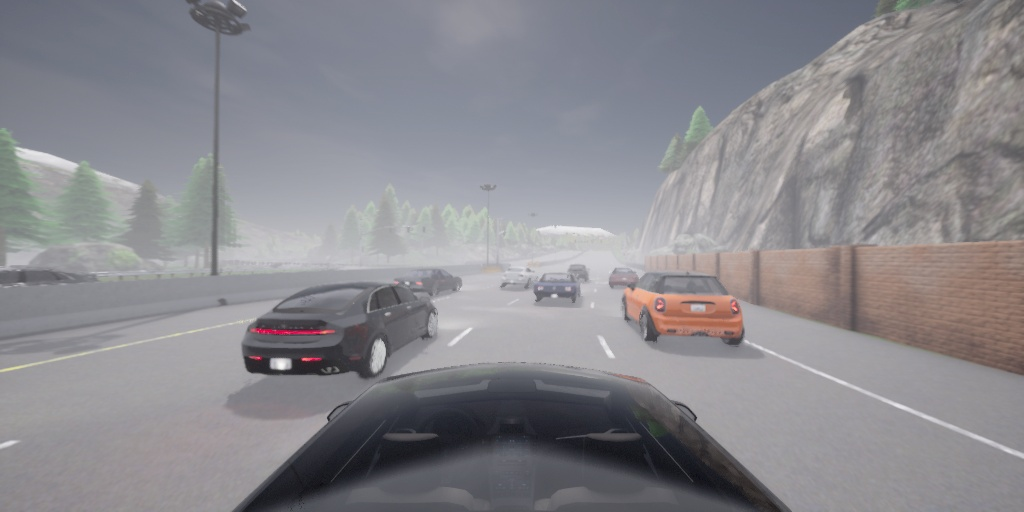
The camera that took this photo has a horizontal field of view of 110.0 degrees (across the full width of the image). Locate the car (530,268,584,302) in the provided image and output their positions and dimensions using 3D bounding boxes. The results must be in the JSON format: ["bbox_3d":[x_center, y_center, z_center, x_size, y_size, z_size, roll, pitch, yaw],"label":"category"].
[{"bbox_3d":[2.357,1.462,17.729,1.895,1.301,4.718,0,0,13],"label":"car"}]

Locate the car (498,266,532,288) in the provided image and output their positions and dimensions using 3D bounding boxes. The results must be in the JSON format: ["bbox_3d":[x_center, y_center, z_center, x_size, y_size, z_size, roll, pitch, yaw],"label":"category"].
[{"bbox_3d":[0.532,1.412,24.917,1.812,1.442,4.674,0,0,14],"label":"car"}]

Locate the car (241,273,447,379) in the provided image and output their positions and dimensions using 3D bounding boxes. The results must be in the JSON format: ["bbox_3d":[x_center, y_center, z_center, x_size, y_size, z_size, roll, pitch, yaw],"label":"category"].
[{"bbox_3d":[-2.975,1.260,7.366,1.837,1.490,4.892,0,0,5],"label":"car"}]

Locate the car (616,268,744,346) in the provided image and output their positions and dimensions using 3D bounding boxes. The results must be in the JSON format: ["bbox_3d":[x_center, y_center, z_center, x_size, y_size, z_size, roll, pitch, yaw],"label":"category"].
[{"bbox_3d":[4.431,1.189,10.053,2.097,1.767,4.553,1,0,8],"label":"car"}]

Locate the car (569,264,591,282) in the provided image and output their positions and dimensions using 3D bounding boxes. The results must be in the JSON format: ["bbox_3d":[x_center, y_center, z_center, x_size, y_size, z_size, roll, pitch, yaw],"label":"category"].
[{"bbox_3d":[5.991,1.485,32.598,1.837,1.490,4.892,0,0,14],"label":"car"}]

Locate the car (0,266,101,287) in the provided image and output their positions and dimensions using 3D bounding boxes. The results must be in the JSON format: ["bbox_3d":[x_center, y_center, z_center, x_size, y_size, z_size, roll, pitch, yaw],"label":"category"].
[{"bbox_3d":[-16.734,1.162,11.588,1.837,1.490,4.892,0,-1,8],"label":"car"}]

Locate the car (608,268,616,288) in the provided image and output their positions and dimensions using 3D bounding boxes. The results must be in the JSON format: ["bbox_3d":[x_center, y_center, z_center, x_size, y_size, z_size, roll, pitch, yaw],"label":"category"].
[{"bbox_3d":[8.027,1.524,26.079,1.994,1.385,4.181,0,0,14],"label":"car"}]

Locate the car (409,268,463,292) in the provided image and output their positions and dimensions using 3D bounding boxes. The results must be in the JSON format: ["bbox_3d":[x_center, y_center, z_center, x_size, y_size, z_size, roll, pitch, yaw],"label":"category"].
[{"bbox_3d":[-4.413,1.358,19.433,2.033,1.411,5.357,0,0,13],"label":"car"}]
